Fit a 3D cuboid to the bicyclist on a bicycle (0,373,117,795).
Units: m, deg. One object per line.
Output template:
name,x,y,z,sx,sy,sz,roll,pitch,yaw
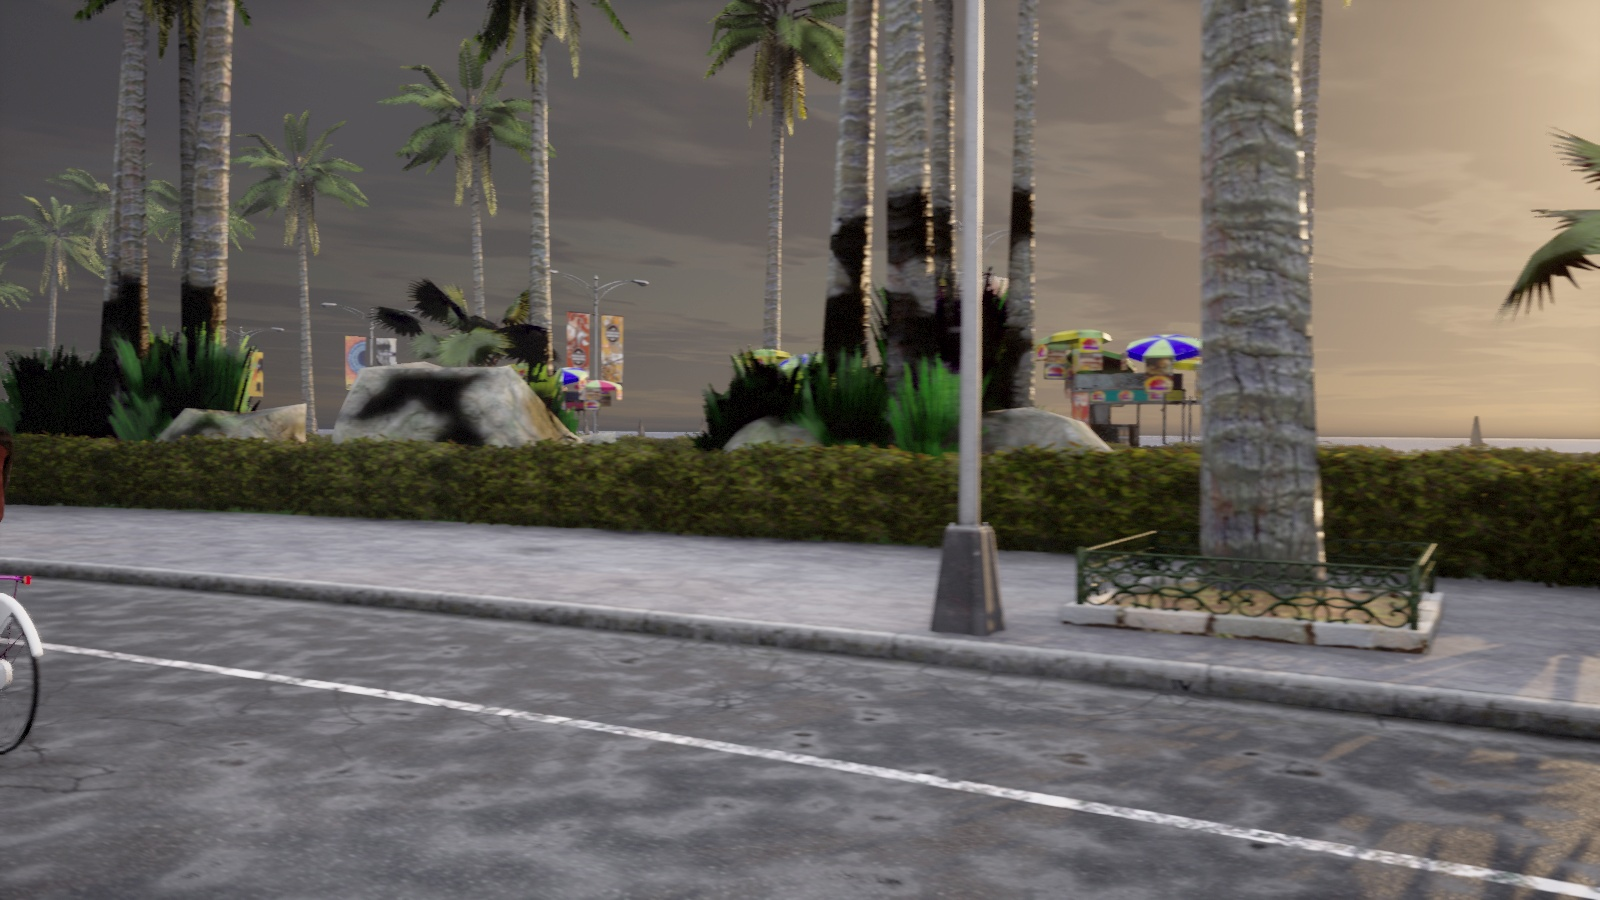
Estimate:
bicyclist on a bicycle,-4.089,0.558,5.863,1.843,1.776,0.659,0,1,29
